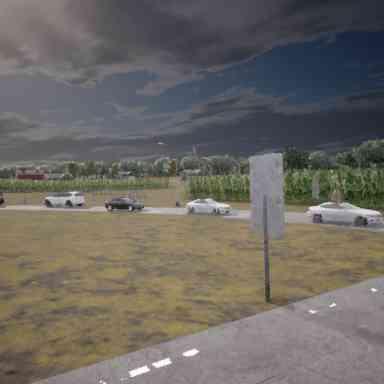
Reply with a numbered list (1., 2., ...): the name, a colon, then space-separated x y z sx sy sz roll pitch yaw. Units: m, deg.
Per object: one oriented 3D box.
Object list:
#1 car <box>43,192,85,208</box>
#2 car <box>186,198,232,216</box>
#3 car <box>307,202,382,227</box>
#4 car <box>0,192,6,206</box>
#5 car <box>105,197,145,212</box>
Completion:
1. car: -17.116 1.006 44.494 5.566 2.045 2.150 0 2 17
2. car: 1.506 1.340 31.011 4.674 1.442 1.812 0 2 40
3. car: 9.999 1.382 22.148 1.812 1.442 4.674 -3 2 -42
4. car: -29.246 1.025 46.774 5.566 2.045 2.150 0 1 5
5. car: -7.550 1.351 37.279 4.892 1.490 1.837 0 2 28
